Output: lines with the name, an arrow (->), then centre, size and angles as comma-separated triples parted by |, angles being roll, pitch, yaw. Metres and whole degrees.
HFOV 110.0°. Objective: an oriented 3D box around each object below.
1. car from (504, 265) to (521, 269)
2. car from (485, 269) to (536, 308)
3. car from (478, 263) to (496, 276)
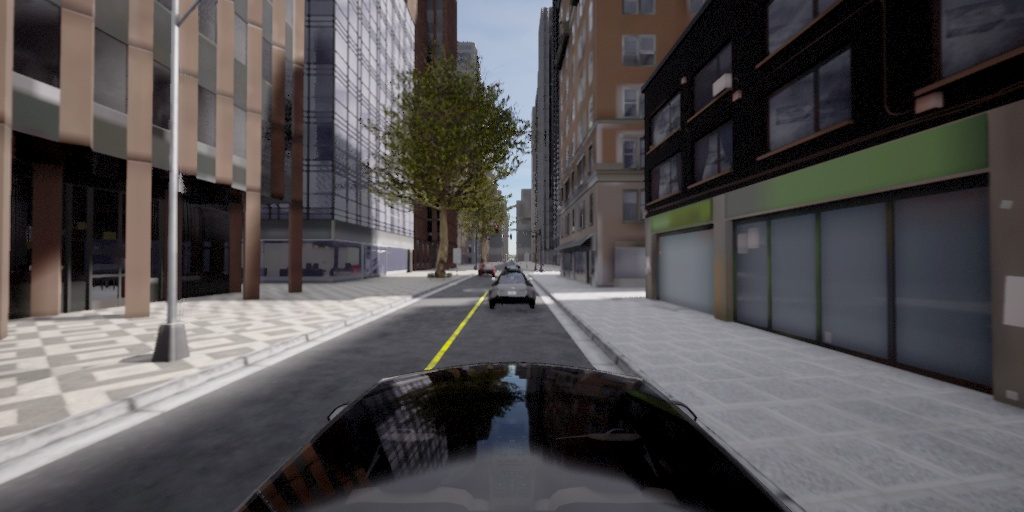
car -> 0.018, 1.515, 31.150 | 1.837, 1.490, 4.892 | 0, 0, 0
car -> 0.011, 1.442, 16.122 | 1.994, 1.385, 4.181 | 0, 0, 0
car -> -2.985, 1.590, 43.110 | 1.882, 1.535, 5.008 | 0, -1, 0
